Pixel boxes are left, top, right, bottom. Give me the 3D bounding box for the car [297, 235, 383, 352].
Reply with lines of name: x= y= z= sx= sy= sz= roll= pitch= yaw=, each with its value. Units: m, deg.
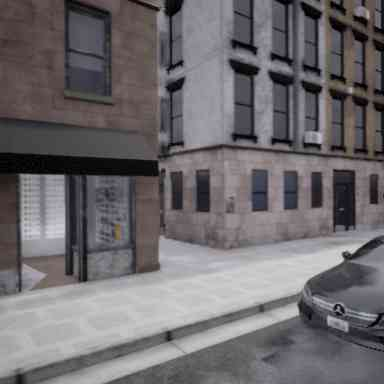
car: x=3.852 y=1.496 z=5.809 sx=4.674 sy=1.442 sz=1.812 roll=0 pitch=0 yaw=-35
